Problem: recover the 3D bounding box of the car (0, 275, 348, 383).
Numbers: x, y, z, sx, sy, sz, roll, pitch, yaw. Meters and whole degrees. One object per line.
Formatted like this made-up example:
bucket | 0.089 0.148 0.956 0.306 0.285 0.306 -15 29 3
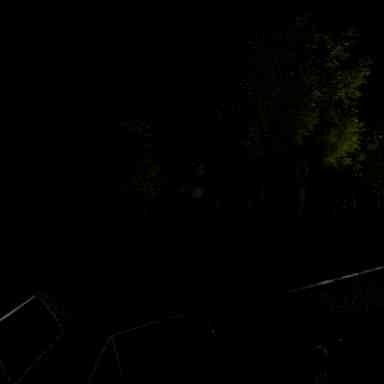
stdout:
car | -0.440 1.609 3.438 4.718 1.301 1.895 0 0 -36
